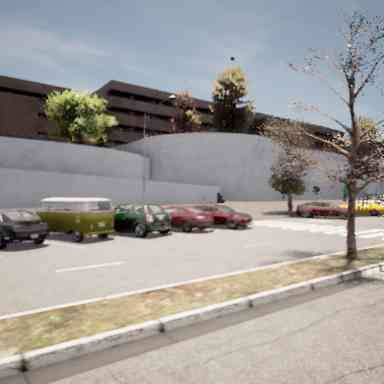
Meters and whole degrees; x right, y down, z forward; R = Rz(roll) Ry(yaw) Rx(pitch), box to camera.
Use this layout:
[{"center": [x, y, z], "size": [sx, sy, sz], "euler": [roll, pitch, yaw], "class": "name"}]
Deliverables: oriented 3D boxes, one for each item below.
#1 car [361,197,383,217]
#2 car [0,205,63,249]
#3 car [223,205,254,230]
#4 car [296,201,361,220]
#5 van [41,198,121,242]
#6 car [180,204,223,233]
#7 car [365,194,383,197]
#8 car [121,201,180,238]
[{"center": [16.075, 1.495, 31.931], "size": [5.366, 1.575, 1.946], "euler": [-1, 0, 35], "class": "car"}, {"center": [-8.171, 1.496, 14.441], "size": [4.892, 1.521, 2.231], "euler": [-1, -1, 35], "class": "car"}, {"center": [1.586, 1.525, 21.368], "size": [4.792, 1.488, 2.163], "euler": [-1, -1, 34], "class": "car"}, {"center": [11.365, 1.527, 28.334], "size": [4.792, 1.488, 2.163], "euler": [-1, -1, 35], "class": "car"}, {"center": [-5.845, 1.271, 16.243], "size": [4.442, 1.987, 1.878], "euler": [-1, -1, 35], "class": "van"}, {"center": [-0.884, 1.536, 19.634], "size": [4.674, 1.452, 2.002], "euler": [-1, -1, 35], "class": "car"}, {"center": [21.149, 1.232, 35.308], "size": [5.566, 2.045, 2.435], "euler": [-1, -1, 35], "class": "car"}, {"center": [-3.292, 1.369, 17.890], "size": [4.553, 1.767, 2.185], "euler": [-1, -1, 34], "class": "car"}]
